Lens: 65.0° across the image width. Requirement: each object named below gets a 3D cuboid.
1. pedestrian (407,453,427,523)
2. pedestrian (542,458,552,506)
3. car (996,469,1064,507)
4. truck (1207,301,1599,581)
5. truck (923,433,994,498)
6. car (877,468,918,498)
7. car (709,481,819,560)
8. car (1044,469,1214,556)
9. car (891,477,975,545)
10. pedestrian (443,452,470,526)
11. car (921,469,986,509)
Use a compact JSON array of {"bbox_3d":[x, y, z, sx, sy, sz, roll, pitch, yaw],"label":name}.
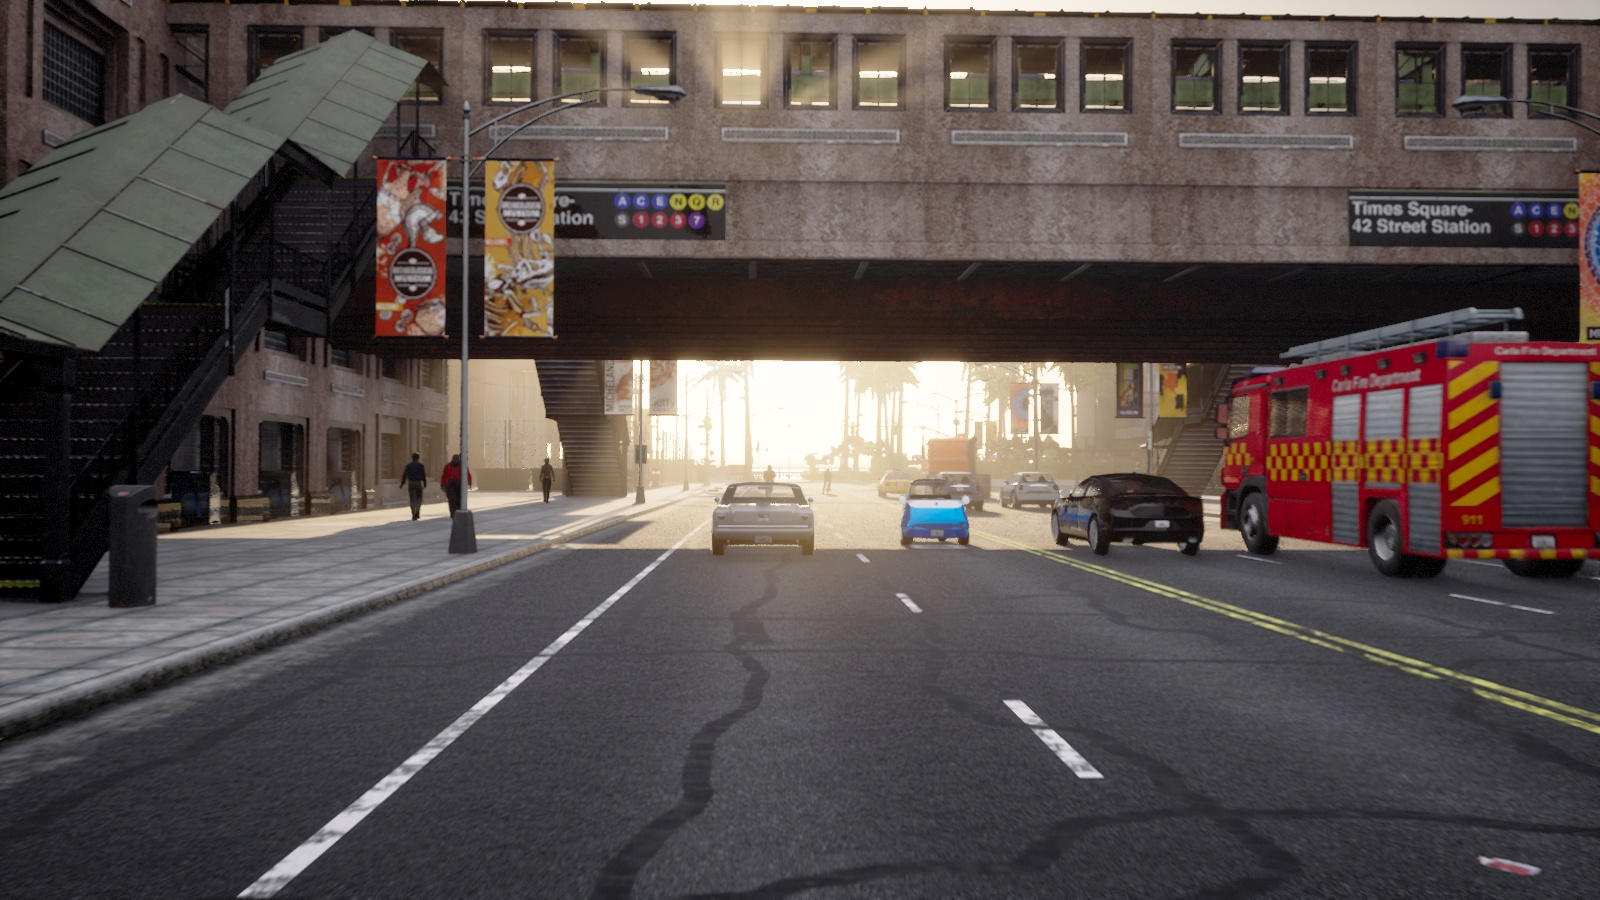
[{"bbox_3d":[-10.212,1.015,33.459,0.370,1.835,0.726,0,-1,-6],"label":"pedestrian"},{"bbox_3d":[-9.900,1.250,49.143,0.331,1.846,0.634,0,-1,-6],"label":"pedestrian"},{"bbox_3d":[9.311,1.513,51.173,1.970,1.475,3.806,0,-1,-1],"label":"car"},{"bbox_3d":[9.901,-0.070,21.428,2.891,3.827,8.468,0,-1,-2],"label":"truck"},{"bbox_3d":[8.783,0.859,70.421,2.891,3.462,7.936,0,-1,-1],"label":"truck"},{"bbox_3d":[5.339,1.779,69.425,1.801,1.575,5.366,0,-1,0],"label":"car"},{"bbox_3d":[-0.684,1.278,24.025,1.895,1.301,4.718,0,-1,-1],"label":"car"},{"bbox_3d":[6.317,1.138,24.781,1.882,1.535,5.008,0,-1,-2],"label":"car"},{"bbox_3d":[2.759,1.254,26.426,1.481,1.376,2.207,0,-1,-1],"label":"car"},{"bbox_3d":[-8.683,0.982,31.711,0.634,1.844,0.899,0,-1,-16],"label":"pedestrian"},{"bbox_3d":[5.873,1.486,48.491,1.970,1.475,3.806,0,-1,-1],"label":"car"}]
